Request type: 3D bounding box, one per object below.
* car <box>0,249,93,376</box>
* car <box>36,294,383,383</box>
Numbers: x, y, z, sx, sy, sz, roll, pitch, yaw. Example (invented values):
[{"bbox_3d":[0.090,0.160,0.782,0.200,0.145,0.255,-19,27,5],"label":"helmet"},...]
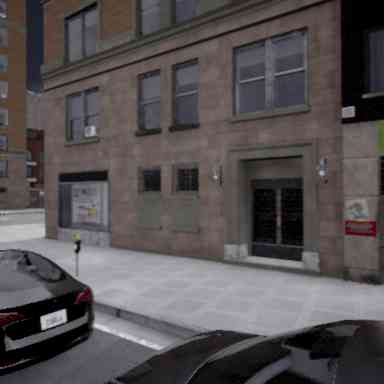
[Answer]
[{"bbox_3d":[-3.366,1.592,5.255,4.313,1.339,1.947,0,0,36],"label":"car"},{"bbox_3d":[1.179,1.567,2.008,4.313,1.339,1.947,0,0,36],"label":"car"}]
